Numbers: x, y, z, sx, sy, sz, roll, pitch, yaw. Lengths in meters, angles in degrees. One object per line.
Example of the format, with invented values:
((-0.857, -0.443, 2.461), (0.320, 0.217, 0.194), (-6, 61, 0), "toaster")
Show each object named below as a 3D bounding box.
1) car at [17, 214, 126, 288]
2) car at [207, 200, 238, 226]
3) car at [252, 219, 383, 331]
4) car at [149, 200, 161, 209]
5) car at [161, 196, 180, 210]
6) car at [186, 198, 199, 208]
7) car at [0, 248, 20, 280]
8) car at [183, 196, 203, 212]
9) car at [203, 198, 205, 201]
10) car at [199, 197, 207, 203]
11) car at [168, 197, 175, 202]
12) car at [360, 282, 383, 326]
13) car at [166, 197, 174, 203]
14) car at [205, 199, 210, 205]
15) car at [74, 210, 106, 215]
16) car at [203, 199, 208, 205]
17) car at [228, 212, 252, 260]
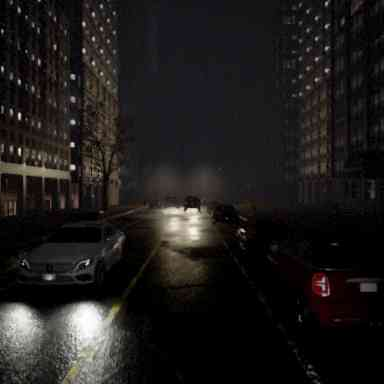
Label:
((-3.095, 1.591, 9.533), (1.812, 1.442, 4.674), (0, 0, 0), "car")
((2.375, 1.647, 25.184), (1.882, 1.535, 5.008), (0, 0, 0), "car")
((2.685, 1.488, 6.993), (1.967, 1.590, 4.097), (-1, 0, 0), "car")
((-5.668, 1.897, 52.128), (2.008, 1.369, 4.403), (-1, 0, 0), "car")
((-3.051, 1.556, 50.397), (2.150, 2.045, 5.566), (0, 0, 0), "car")
((0.035, 1.879, 58.556), (2.128, 1.511, 4.902), (0, 0, 0), "car")
((-5.694, 1.630, 6.998), (1.802, 1.307, 4.206), (-1, 0, 0), "car")
((0.033, 1.519, 44.362), (2.150, 2.045, 5.566), (0, 0, 0), "car")
((2.720, 1.964, 63.420), (1.887, 1.381, 4.507), (-1, 0, 0), "car")
((2.733, 2.112, 85.990), (2.008, 1.369, 4.403), (-1, 0, 0), "car")
((-5.643, 2.177, 91.617), (1.802, 1.307, 4.206), (-1, 0, 0), "car")
((2.683, 1.592, 1.350), (1.802, 1.307, 4.206), (-1, 0, 0), "car")
((-5.648, 2.085, 85.806), (1.752, 1.417, 4.829), (-1, 0, 0), "car")
((2.703, 1.781, 35.206), (1.887, 1.381, 4.507), (-1, 0, 0), "car")
((-5.688, 1.690, 18.280), (1.947, 1.339, 4.313), (-1, 0, 0), "car")
((2.706, 1.799, 41.018), (1.752, 1.417, 4.829), (-1, 0, 0), "car")
((2.689, 1.652, 12.635), (1.947, 1.339, 4.313), (-1, 0, 0), "car")
